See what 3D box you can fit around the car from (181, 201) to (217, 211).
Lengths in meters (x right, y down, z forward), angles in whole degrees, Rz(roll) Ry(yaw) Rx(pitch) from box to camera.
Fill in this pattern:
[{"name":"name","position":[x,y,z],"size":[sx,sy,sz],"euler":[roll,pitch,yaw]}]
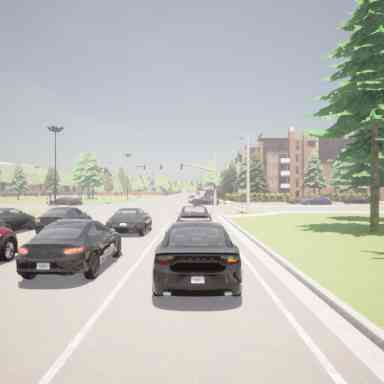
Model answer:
[{"name":"car","position":[0.124,1.492,18.008],"size":[2.128,1.511,4.902],"euler":[0,0,0]}]

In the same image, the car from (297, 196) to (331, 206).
[{"name":"car","position":[19.939,1.526,53.468],"size":[4.674,1.442,1.812],"euler":[0,0,0]}]

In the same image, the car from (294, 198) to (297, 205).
[{"name":"car","position":[20.660,1.477,56.978],"size":[5.008,1.535,1.882],"euler":[0,0,0]}]

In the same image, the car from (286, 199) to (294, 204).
[{"name":"car","position":[20.004,1.547,60.468],"size":[5.357,1.411,2.033],"euler":[0,0,0]}]

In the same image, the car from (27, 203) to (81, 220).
[{"name":"car","position":[-6.878,1.526,18.156],"size":[1.812,1.442,4.674],"euler":[0,0,0]}]

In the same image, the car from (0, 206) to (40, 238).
[{"name":"car","position":[-10.376,1.564,18.465],"size":[1.994,1.385,4.181],"euler":[0,0,0]}]

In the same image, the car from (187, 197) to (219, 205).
[{"name":"car","position":[1.905,1.547,56.968],"size":[5.357,1.411,2.033],"euler":[0,0,0]}]

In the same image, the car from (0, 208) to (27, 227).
[{"name":"car","position":[-6.888,1.352,9.323],"size":[2.097,1.767,4.553],"euler":[0,0,0]}]

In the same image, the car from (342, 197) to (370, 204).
[{"name":"car","position":[29.914,1.600,60.490],"size":[4.718,1.301,1.895],"euler":[0,0,0]}]

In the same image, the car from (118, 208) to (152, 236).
[{"name":"car","position":[-3.377,1.564,18.342],"size":[1.994,1.385,4.181],"euler":[0,0,0]}]

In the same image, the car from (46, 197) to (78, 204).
[{"name":"car","position":[-21.198,1.564,53.653],"size":[4.181,1.385,1.994],"euler":[0,0,0]}]

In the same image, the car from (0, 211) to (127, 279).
[{"name":"car","position":[-3.388,1.526,9.880],"size":[1.812,1.442,4.674],"euler":[0,0,0]}]

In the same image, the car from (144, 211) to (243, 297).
[{"name":"car","position":[0.111,1.478,8.641],"size":[1.882,1.535,5.008],"euler":[0,0,0]}]

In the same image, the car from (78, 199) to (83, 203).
[{"name":"car","position":[-21.598,1.547,57.155],"size":[5.357,1.411,2.033],"euler":[0,0,0]}]

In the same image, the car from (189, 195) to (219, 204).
[{"name":"car","position":[2.013,1.352,53.472],"size":[4.553,1.767,2.097],"euler":[0,0,0]}]
